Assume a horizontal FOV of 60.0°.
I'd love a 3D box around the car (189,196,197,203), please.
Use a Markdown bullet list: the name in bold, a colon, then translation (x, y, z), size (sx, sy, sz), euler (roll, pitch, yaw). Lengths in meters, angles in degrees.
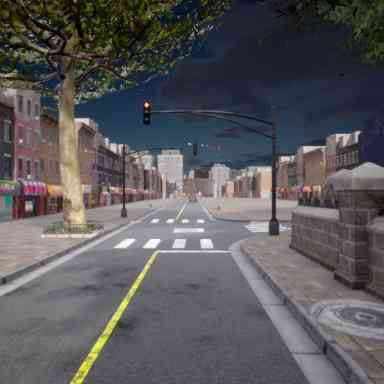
- **car**: translation (0.224, 1.661, 73.596), size (2.128, 1.511, 4.902), euler (0, 0, 0)
